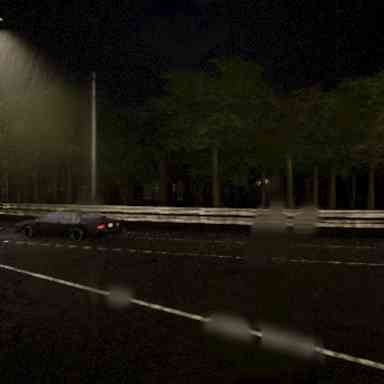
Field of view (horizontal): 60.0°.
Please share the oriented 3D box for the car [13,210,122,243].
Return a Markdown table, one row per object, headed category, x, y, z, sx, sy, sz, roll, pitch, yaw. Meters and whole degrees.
| category | x | y | z | sx | sy | sz | roll | pitch | yaw |
| --- | --- | --- | --- | --- | --- | --- | --- | --- | --- |
| car | -6.047 | 1.570 | 16.167 | 5.357 | 1.411 | 2.033 | 0 | 0 | 22 |
